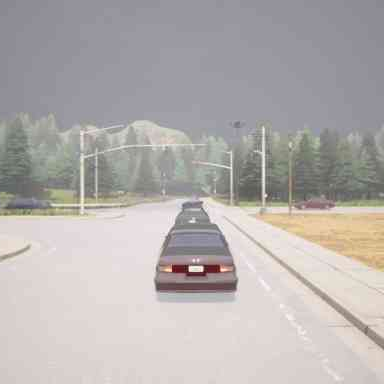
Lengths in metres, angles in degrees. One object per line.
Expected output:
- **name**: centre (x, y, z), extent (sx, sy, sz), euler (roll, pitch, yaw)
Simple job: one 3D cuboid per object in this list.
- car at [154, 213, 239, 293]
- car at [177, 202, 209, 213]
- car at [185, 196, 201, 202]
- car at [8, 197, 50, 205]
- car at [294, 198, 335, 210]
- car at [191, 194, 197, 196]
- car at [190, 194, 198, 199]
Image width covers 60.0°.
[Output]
- **car**: centre (0.085, 1.535, 8.971), extent (2.033, 1.411, 5.357), euler (0, 0, 0)
- **car**: centre (0.067, 1.530, 19.578), extent (1.994, 1.385, 4.181), euler (0, 0, 1)
- **car**: centre (0.185, 1.538, 43.871), extent (1.895, 1.301, 4.718), euler (0, 0, 14)
- **car**: centre (-18.044, 1.390, 37.140), extent (4.553, 1.767, 2.097), euler (-1, 0, 1)
- **car**: centre (14.763, 1.430, 40.209), extent (4.674, 1.442, 1.812), euler (0, 0, 1)
- **car**: centre (0.315, 1.407, 83.790), extent (1.994, 1.385, 4.181), euler (0, 0, 2)
- **car**: centre (0.704, 1.314, 93.836), extent (2.033, 1.411, 5.357), euler (0, 0, 2)
